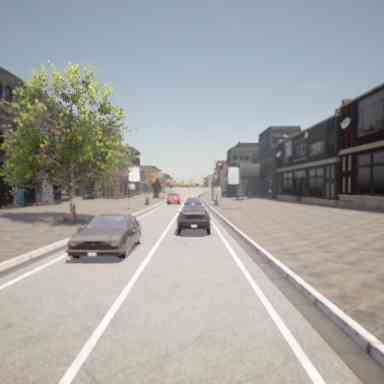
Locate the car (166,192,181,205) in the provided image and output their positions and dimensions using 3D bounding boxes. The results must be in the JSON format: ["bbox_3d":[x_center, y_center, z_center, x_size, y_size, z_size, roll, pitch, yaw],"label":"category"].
[{"bbox_3d":[-3.041,1.050,55.758,2.150,2.045,5.566,0,1,1],"label":"car"}]

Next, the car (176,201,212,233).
[{"bbox_3d":[0.103,1.521,19.637,1.837,1.490,4.892,0,0,0],"label":"car"}]

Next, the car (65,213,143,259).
[{"bbox_3d":[-3.098,1.558,12.993,2.033,1.411,5.357,0,0,0],"label":"car"}]

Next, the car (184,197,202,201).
[{"bbox_3d":[0.106,1.320,38.768,2.097,1.767,4.553,0,0,0],"label":"car"}]
